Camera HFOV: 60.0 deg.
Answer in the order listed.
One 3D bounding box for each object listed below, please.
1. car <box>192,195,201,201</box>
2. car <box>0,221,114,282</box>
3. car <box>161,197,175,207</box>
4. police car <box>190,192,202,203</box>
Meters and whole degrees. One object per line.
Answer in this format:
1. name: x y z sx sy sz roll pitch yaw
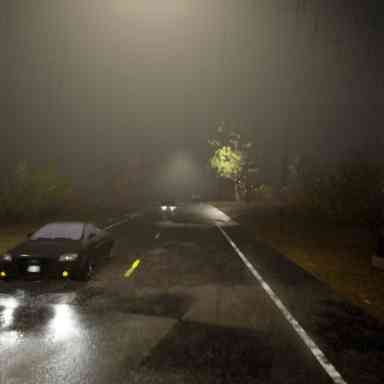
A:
1. car: 1.048 1.389 78.453 1.882 1.535 5.008 0 0 0
2. car: -3.600 1.557 9.566 1.994 1.385 4.181 0 0 0
3. car: -3.575 1.512 50.839 1.994 1.385 4.181 0 0 0
4. police car: 1.049 1.351 68.562 1.930 1.638 5.238 0 0 0
